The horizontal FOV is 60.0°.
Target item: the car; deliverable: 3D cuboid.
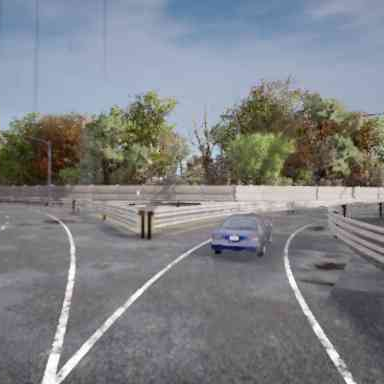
[{"bbox_3d":[2.154,1.578,13.394,2.033,1.411,5.357,0,0,18],"label":"car"}]
